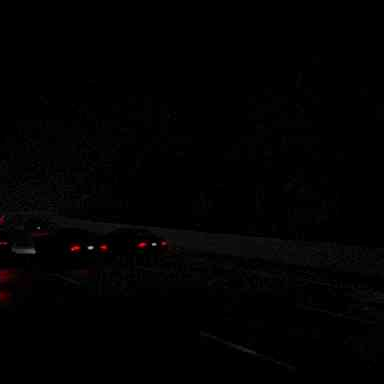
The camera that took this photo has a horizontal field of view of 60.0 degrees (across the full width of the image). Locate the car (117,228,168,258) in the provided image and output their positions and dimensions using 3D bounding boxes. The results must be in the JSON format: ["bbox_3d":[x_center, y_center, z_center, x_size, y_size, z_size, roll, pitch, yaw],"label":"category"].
[{"bbox_3d":[-3.489,2.707,18.336,2.033,1.411,5.357,5,-5,-40],"label":"car"}]

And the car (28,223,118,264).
[{"bbox_3d":[-5.831,2.435,15.688,2.033,1.411,5.357,5,-5,-40],"label":"car"}]

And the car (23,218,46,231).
[{"bbox_3d":[-16.788,3.448,35.604,1.895,1.301,4.718,5,-5,-34],"label":"car"}]

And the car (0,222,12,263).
[{"bbox_3d":[-9.155,2.167,14.251,1.837,1.490,4.892,5,-4,-40],"label":"car"}]

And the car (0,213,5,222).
[{"bbox_3d":[-24.474,3.293,41.220,2.097,1.767,4.553,5,-5,-31],"label":"car"}]
